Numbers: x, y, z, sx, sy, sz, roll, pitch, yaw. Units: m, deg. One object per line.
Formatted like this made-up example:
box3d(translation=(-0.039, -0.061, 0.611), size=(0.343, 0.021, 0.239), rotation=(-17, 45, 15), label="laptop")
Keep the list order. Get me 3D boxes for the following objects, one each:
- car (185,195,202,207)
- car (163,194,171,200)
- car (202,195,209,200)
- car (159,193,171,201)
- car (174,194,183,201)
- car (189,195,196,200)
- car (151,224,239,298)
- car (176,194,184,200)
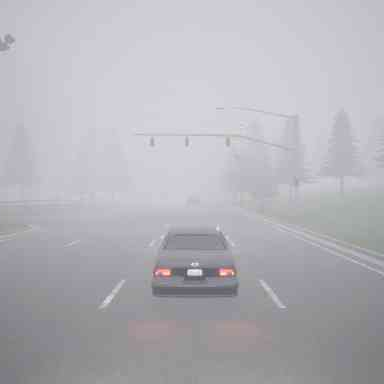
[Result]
box3d(translation=(0.046, 1.352, 52.754), size=(2.097, 1.767, 4.553), rotation=(0, 0, 0), label="car")
box3d(translation=(-6.914, 1.385, 93.823), size=(1.994, 1.385, 4.181), rotation=(0, 0, 0), label="car")
box3d(translation=(3.583, 1.500, 90.477), size=(1.837, 1.490, 4.892), rotation=(0, 0, 0), label="car")
box3d(translation=(-6.924, 1.217, 83.433), size=(2.150, 2.045, 5.566), rotation=(0, 0, 0), label="car")
box3d(translation=(-3.423, 1.517, 83.816), size=(1.812, 1.442, 4.674), rotation=(0, 0, 0), label="car")
box3d(translation=(0.086, 1.540, 94.230), size=(2.033, 1.411, 5.357), rotation=(0, 0, 0), label="car")
box3d(translation=(0.074, 1.547, 8.714), size=(2.033, 1.411, 5.357), rotation=(0, 0, 0), label="car")
box3d(translation=(-3.414, 1.357, 93.820), size=(2.128, 1.511, 4.902), rotation=(0, 0, 0), label="car")
